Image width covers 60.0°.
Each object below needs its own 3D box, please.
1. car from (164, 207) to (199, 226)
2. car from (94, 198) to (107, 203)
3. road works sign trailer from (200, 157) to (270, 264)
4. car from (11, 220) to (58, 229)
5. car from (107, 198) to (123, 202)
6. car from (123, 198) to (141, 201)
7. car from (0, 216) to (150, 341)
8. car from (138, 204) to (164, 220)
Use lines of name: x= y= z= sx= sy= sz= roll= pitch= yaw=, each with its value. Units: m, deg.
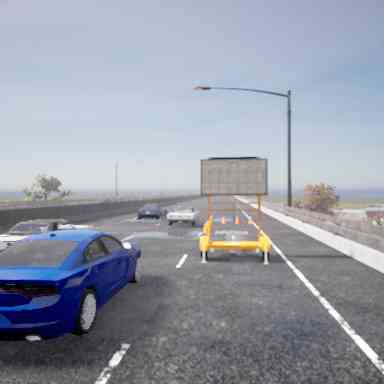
car: x=-0.543 y=1.742 z=24.972 sx=1.895 sy=1.301 sz=4.718 roll=0 pitch=0 yaw=6
car: x=-17.535 y=1.896 z=65.277 sx=2.128 sy=1.511 sz=4.902 roll=0 pitch=0 yaw=6
road works sign trailer: x=1.524 y=0.529 z=12.145 sx=2.380 sy=3.560 sz=2.880 roll=0 pitch=0 yaw=6
car: x=-5.370 y=1.686 z=12.522 sx=1.895 sy=1.301 sz=4.718 roll=0 pitch=0 yaw=6
car: x=-14.158 y=1.884 z=64.111 sx=1.837 sy=1.490 sz=4.892 roll=0 pitch=0 yaw=7
car: x=-10.814 y=1.854 z=62.625 sx=2.128 sy=1.511 sz=4.902 roll=0 pitch=0 yaw=6
car: x=-2.446 y=1.524 z=6.871 sx=1.882 sy=1.535 sz=5.008 roll=0 pitch=0 yaw=6
car: x=-3.522 y=1.741 z=30.119 sx=1.994 sy=1.385 sz=4.181 roll=0 pitch=0 yaw=6
